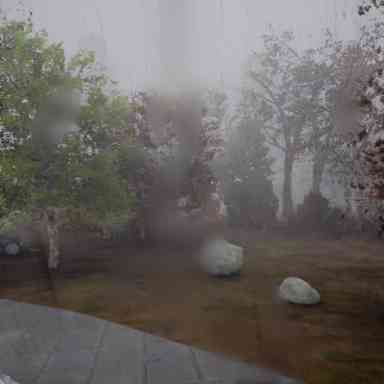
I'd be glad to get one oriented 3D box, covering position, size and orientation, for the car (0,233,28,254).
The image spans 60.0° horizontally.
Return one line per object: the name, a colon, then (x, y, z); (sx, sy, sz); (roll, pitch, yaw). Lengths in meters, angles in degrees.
car: (-10.627, 2.459, 16.145); (2.231, 1.521, 4.892); (-4, -3, 42)
